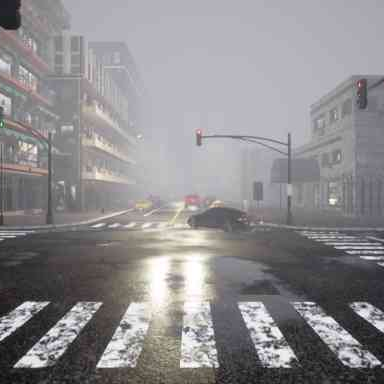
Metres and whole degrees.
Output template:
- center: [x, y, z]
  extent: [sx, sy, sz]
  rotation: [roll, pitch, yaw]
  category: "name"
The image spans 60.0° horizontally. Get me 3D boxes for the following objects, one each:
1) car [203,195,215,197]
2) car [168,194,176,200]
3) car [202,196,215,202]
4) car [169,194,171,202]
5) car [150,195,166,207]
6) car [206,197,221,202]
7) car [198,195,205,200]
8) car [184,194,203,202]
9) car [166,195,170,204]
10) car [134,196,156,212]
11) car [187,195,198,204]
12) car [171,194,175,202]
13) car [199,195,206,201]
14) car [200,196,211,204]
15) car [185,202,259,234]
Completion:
- center: [2.690, 1.351, 50.449]
  extent: [2.192, 1.841, 5.009]
  rotation: [0, 0, 0]
  category: "car"
- center: [-5.694, 1.434, 94.762]
  extent: [2.192, 1.841, 5.009]
  rotation: [0, 0, 0]
  category: "car"
- center: [2.690, 1.611, 44.910]
  extent: [1.802, 1.307, 4.206]
  rotation: [0, 0, 0]
  category: "car"
- center: [-5.692, 1.587, 66.895]
  extent: [1.752, 1.417, 4.829]
  rotation: [0, 0, 0]
  category: "car"
- center: [-5.690, 1.351, 50.448]
  extent: [2.192, 1.841, 5.009]
  rotation: [0, 0, 0]
  category: "car"
- center: [2.691, 1.544, 34.001]
  extent: [1.752, 1.417, 4.829]
  rotation: [0, 0, 0]
  category: "car"
- center: [2.686, 1.670, 94.762]
  extent: [2.008, 1.369, 4.403]
  rotation: [0, 0, 0]
  category: "car"
- center: [0.098, 1.257, 48.648]
  extent: [2.150, 2.045, 5.566]
  rotation: [0, 0, 0]
  category: "car"
- center: [-5.692, 1.603, 61.526]
  extent: [2.008, 1.369, 4.403]
  rotation: [0, 0, 0]
  category: "car"
- center: [-5.691, 1.549, 39.199]
  extent: [1.752, 1.417, 4.829]
  rotation: [0, 0, 0]
  category: "car"
- center: [0.062, 1.415, 68.387]
  extent: [2.097, 1.767, 4.553]
  rotation: [0, 0, 0]
  category: "car"
- center: [-5.693, 1.627, 78.144]
  extent: [1.887, 1.381, 4.507]
  rotation: [0, 0, 0]
  category: "car"
- center: [2.687, 1.632, 89.393]
  extent: [1.752, 1.417, 4.829]
  rotation: [0, 0, 0]
  category: "car"
- center: [2.688, 1.612, 67.066]
  extent: [2.008, 1.369, 4.403]
  rotation: [0, 0, 0]
  category: "car"
- center: [1.757, 1.555, 19.656]
  extent: [1.812, 1.442, 4.674]
  rotation: [-1, 1, -42]
  category: "car"
